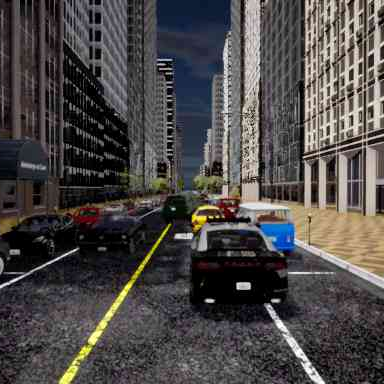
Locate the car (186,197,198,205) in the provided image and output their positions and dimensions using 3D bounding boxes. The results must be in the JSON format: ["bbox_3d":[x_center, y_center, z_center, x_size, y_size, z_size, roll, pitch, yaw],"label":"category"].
[{"bbox_3d":[-0.050,1.549,59.242,1.994,1.385,4.181,0,0,0],"label":"car"}]

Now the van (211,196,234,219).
[{"bbox_3d":[2.655,1.334,29.938,1.690,1.788,3.998,-1,0,0],"label":"van"}]

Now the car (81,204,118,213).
[{"bbox_3d":[-5.714,1.540,18.563,1.887,1.381,4.507,-1,0,0],"label":"car"}]

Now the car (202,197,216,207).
[{"bbox_3d":[2.638,1.538,52.672,2.008,1.369,4.403,-1,0,0],"label":"car"}]

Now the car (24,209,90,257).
[{"bbox_3d":[-5.710,1.563,12.880,1.947,1.339,4.313,-1,0,0],"label":"car"}]

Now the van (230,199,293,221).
[{"bbox_3d":[2.669,1.338,12.887,1.690,1.788,3.998,-1,0,0],"label":"van"}]

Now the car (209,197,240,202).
[{"bbox_3d":[2.659,1.309,24.254,2.192,1.841,5.009,-1,0,0],"label":"car"}]

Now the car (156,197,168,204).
[{"bbox_3d":[-5.752,1.566,64.032,1.802,1.307,4.206,-1,0,0],"label":"car"}]

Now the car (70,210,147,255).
[{"bbox_3d":[-3.010,1.598,13.356,1.895,1.301,4.718,0,0,0],"label":"car"}]

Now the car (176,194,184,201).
[{"bbox_3d":[-3.071,1.329,86.256,2.097,1.767,4.553,0,0,0],"label":"car"}]

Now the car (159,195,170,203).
[{"bbox_3d":[-5.757,1.422,69.716,1.967,1.590,4.097,-1,0,0],"label":"car"}]

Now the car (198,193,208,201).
[{"bbox_3d":[2.613,1.294,81.091,2.192,1.841,5.009,-1,0,0],"label":"car"}]

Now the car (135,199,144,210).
[{"bbox_3d":[-5.724,1.575,29.931,1.802,1.307,4.206,-1,0,0],"label":"car"}]

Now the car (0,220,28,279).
[{"bbox_3d":[-5.705,1.549,7.196,2.008,1.369,4.403,-1,0,0],"label":"car"}]

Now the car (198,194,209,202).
[{"bbox_3d":[2.617,1.296,75.407,2.192,1.841,5.009,-1,0,0],"label":"car"}]

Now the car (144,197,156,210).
[{"bbox_3d":[-5.733,1.541,41.298,2.008,1.369,4.403,-1,0,0],"label":"car"}]

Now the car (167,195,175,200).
[{"bbox_3d":[-5.775,1.540,92.451,1.947,1.339,4.313,-1,0,0],"label":"car"}]

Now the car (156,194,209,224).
[{"bbox_3d":[-0.164,1.215,24.615,2.150,2.045,5.566,-1,0,24],"label":"car"}]

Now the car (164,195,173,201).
[{"bbox_3d":[-5.765,1.504,80.914,1.752,1.417,4.829,-1,0,0],"label":"car"}]

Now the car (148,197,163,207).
[{"bbox_3d":[-5.742,1.538,52.665,2.008,1.369,4.403,-1,0,0],"label":"car"}]

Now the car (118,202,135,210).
[{"bbox_3d":[-5.720,1.545,24.247,2.008,1.369,4.403,-1,0,0],"label":"car"}]

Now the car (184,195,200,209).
[{"bbox_3d":[-0.018,1.341,46.142,2.097,1.767,4.553,0,0,0],"label":"car"}]

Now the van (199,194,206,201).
[{"bbox_3d":[2.608,1.318,86.774,1.690,1.788,3.998,-1,0,0],"label":"van"}]

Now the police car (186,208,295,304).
[{"bbox_3d":[0.891,1.423,8.341,1.930,1.638,5.238,0,0,0],"label":"police car"}]

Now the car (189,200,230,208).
[{"bbox_3d":[0.884,1.451,18.421,1.801,1.575,5.366,0,0,0],"label":"car"}]
